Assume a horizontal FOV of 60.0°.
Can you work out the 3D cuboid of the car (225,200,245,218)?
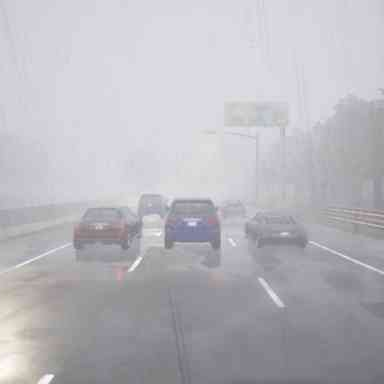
[{"bbox_3d":[3.591,1.428,29.558,2.128,1.511,4.902,0,0,0],"label":"car"}]

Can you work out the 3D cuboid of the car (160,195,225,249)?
[{"bbox_3d":[0.024,1.235,14.636,2.150,2.045,5.566,0,0,0],"label":"car"}]

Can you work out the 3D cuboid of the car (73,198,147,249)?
[{"bbox_3d":[-3.477,1.344,14.587,2.097,1.767,4.553,0,0,0],"label":"car"}]

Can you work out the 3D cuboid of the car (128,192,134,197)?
[{"bbox_3d":[-13.389,0.959,77.298,2.150,2.045,5.566,0,0,1],"label":"car"}]

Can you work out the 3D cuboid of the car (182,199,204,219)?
[{"bbox_3d":[0.091,1.449,29.580,1.837,1.490,4.892,0,0,0],"label":"car"}]

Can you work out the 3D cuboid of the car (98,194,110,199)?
[{"bbox_3d":[-20.387,1.272,77.444,2.033,1.411,5.357,0,0,1],"label":"car"}]

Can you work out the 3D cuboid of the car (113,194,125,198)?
[{"bbox_3d":[-16.888,1.211,77.386,1.882,1.535,5.008,0,0,1],"label":"car"}]

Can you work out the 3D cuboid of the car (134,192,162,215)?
[{"bbox_3d":[-3.408,1.190,29.630,2.150,2.045,5.566,0,0,0],"label":"car"}]

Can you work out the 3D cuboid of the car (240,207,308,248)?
[{"bbox_3d":[3.524,1.550,14.597,1.994,1.385,4.181,0,0,0],"label":"car"}]
